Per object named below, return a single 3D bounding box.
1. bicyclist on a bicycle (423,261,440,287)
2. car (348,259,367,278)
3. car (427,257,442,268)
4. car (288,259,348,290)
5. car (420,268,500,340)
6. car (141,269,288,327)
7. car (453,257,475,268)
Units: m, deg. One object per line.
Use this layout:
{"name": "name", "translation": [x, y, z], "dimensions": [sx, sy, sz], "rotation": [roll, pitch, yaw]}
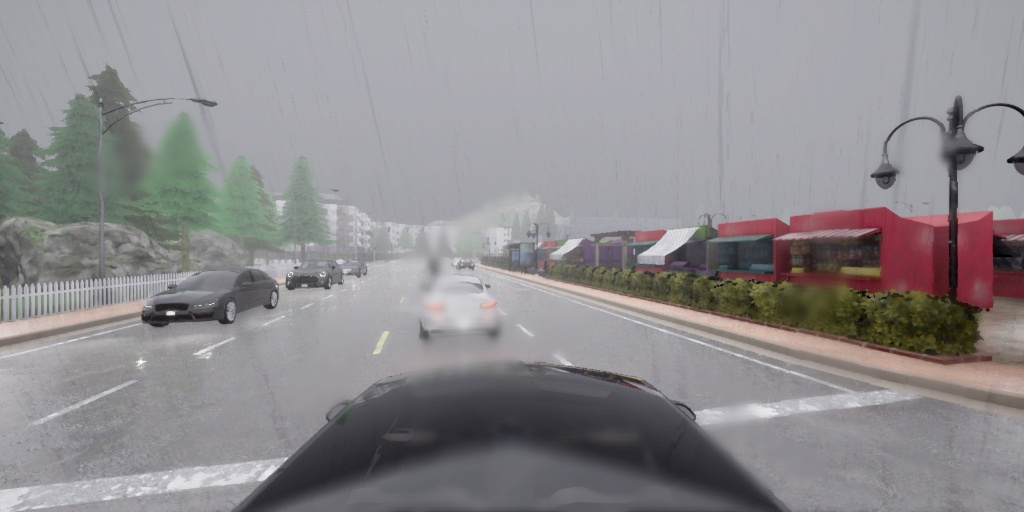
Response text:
{"name": "bicyclist on a bicycle", "translation": [-4.349, 1.078, 19.612], "dimensions": [0.582, 1.620, 1.656], "rotation": [0, 1, 25]}
{"name": "car", "translation": [-13.652, 1.033, 30.679], "dimensions": [2.128, 1.511, 4.902], "rotation": [0, 0, -13]}
{"name": "car", "translation": [-10.959, 0.898, 50.798], "dimensions": [1.837, 1.490, 4.892], "rotation": [0, 0, -13]}
{"name": "car", "translation": [-11.433, 0.965, 21.062], "dimensions": [2.097, 1.767, 4.553], "rotation": [0, 0, -13]}
{"name": "car", "translation": [-1.494, 1.225, 9.769], "dimensions": [1.812, 1.442, 4.674], "rotation": [0, 0, -12]}
{"name": "car", "translation": [-9.210, 1.190, 11.466], "dimensions": [1.837, 1.490, 4.892], "rotation": [0, 0, -13]}
{"name": "car", "translation": [-5.712, 1.047, 43.749], "dimensions": [1.895, 1.301, 4.718], "rotation": [0, 0, -13]}
